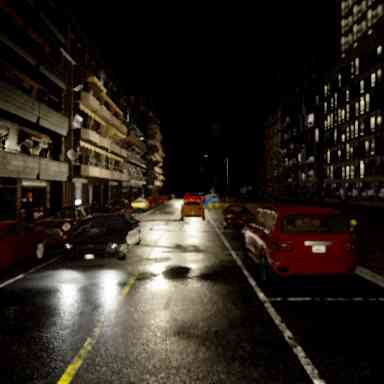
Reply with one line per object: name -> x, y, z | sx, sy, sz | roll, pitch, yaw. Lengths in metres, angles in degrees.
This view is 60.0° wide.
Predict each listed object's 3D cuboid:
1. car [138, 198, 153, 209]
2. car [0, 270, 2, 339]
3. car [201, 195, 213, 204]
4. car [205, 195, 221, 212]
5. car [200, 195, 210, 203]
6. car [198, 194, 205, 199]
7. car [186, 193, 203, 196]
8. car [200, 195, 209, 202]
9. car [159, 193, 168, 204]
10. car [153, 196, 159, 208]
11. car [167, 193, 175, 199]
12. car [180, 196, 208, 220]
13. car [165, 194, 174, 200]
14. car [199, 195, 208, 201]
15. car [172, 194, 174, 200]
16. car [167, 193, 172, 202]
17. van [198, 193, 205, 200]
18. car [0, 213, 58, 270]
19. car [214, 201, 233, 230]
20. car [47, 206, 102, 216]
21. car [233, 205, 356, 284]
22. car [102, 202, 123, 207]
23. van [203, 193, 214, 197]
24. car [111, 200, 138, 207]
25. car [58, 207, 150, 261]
car -> -5.749, 1.409, 36.854 | 1.752, 1.417, 4.829 | 0, 0, 0
car -> -3.098, 1.595, 1.531 | 1.895, 1.301, 4.718 | 0, 0, 0
car -> 2.596, 1.271, 59.142 | 1.967, 1.590, 4.097 | 0, 0, 0
car -> 2.630, 1.409, 37.207 | 1.752, 1.417, 4.829 | 0, 0, 0
car -> 2.588, 1.345, 64.839 | 1.752, 1.417, 4.829 | 0, 0, 0
car -> 2.547, 1.296, 92.472 | 1.752, 1.417, 4.829 | 0, 0, 0
car -> 0.032, 1.086, 44.735 | 2.150, 2.045, 5.566 | 0, 0, 0
car -> 2.581, 1.390, 70.197 | 1.802, 1.307, 4.206 | 0, 0, 0
car -> -5.783, 1.375, 59.131 | 1.887, 1.381, 4.507 | 0, 0, 0
car -> -5.758, 1.413, 42.550 | 1.887, 1.381, 4.507 | 0, 0, 0
car -> -5.833, 1.210, 92.289 | 1.967, 1.590, 4.097 | 0, 0, 0
car -> 0.058, 1.390, 27.049 | 1.882, 1.535, 5.008 | 0, 0, 0
car -> -5.824, 1.329, 86.764 | 2.008, 1.369, 4.403 | 0, 0, 0
car -> 2.572, 1.380, 75.723 | 1.802, 1.307, 4.206 | 0, 0, 0
car -> -5.810, 1.113, 75.710 | 2.192, 1.841, 5.009 | 0, 0, 0
car -> -5.800, 1.334, 70.014 | 1.752, 1.417, 4.829 | 0, 0, 0
van -> 2.555, 1.120, 86.776 | 1.690, 1.788, 3.998 | 0, 0, 0
car -> -5.709, 1.512, 9.390 | 1.887, 1.381, 4.507 | 0, 0, 0
car -> 2.655, 1.478, 20.457 | 1.887, 1.381, 4.507 | 0, 0, 0
car -> -5.717, 1.390, 14.917 | 1.967, 1.590, 4.097 | 0, 0, 0
car -> 2.671, 1.283, 9.402 | 2.192, 1.841, 5.009 | 0, 0, 0
car -> -5.725, 1.514, 20.445 | 1.802, 1.307, 4.206 | 0, 0, 0
van -> 2.621, 1.210, 42.562 | 1.690, 1.788, 3.998 | 0, 0, 0
car -> -5.734, 1.355, 25.971 | 1.967, 1.590, 4.097 | 0, 0, 0
car -> -3.019, 1.506, 12.445 | 2.033, 1.411, 5.357 | 0, 0, 0
